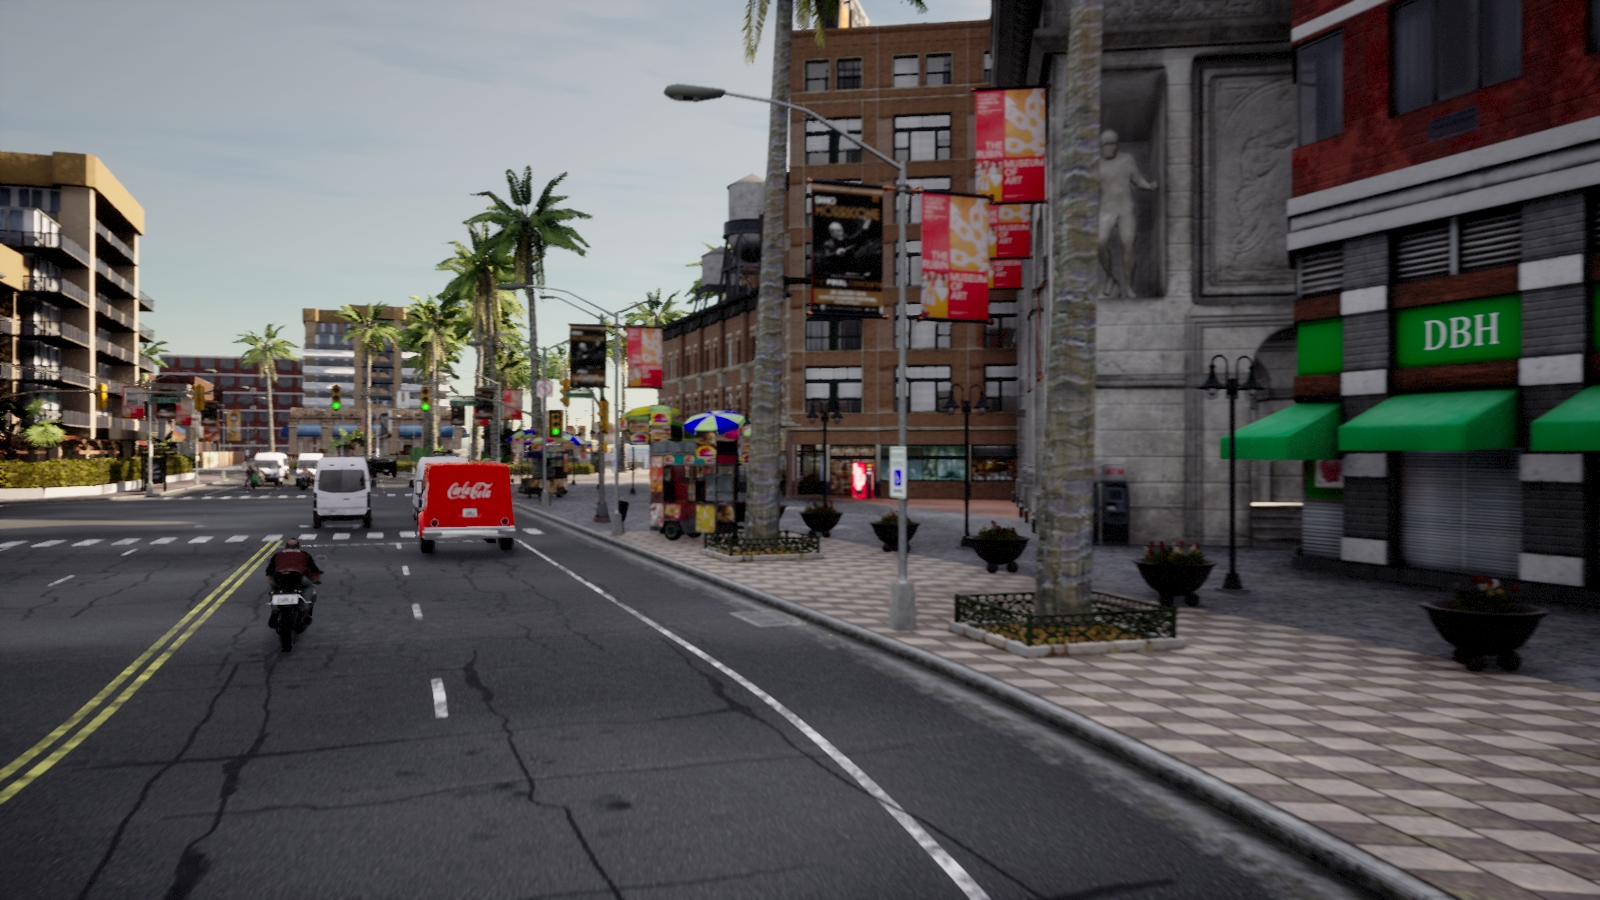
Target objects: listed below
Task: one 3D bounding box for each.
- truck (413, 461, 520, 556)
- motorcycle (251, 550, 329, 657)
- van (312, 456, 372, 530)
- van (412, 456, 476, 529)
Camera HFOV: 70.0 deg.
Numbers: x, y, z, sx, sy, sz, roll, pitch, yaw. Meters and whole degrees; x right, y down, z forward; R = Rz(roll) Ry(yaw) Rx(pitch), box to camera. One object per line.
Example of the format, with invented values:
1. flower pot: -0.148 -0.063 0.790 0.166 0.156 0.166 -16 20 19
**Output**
1. truck: -9.774 1.576 33.176 2.627 2.467 5.204 0 0 -20
2. motorcycle: -7.465 2.209 16.822 0.867 1.251 2.209 0 0 -19
3. van: -17.337 1.544 43.472 1.988 2.561 5.915 0 0 -20
4. van: -13.705 1.542 43.761 1.988 2.561 5.915 0 0 -21
